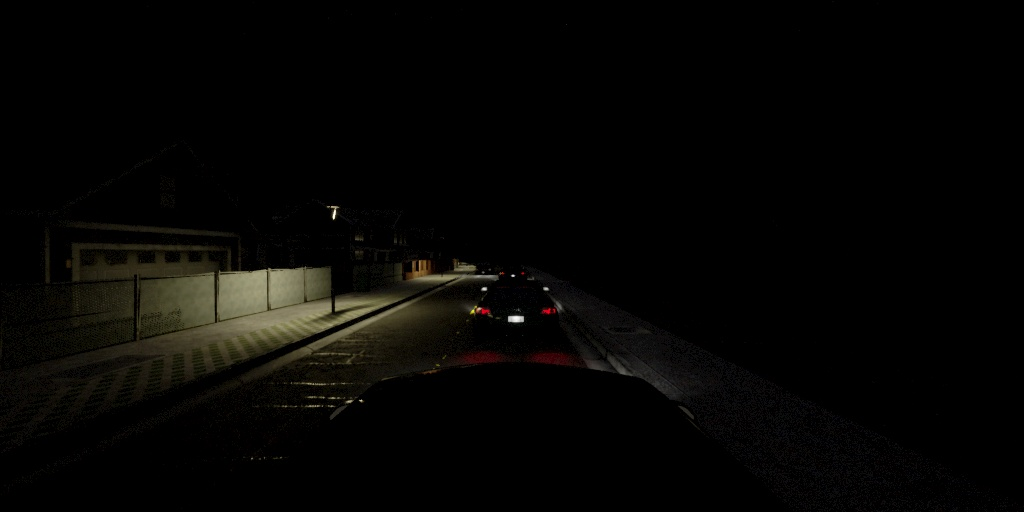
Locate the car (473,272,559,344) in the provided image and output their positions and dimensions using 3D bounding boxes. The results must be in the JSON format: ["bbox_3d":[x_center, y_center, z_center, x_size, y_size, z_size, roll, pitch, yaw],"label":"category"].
[{"bbox_3d":[0.088,1.313,9.644,1.994,1.385,4.181,0,0,0],"label":"car"}]

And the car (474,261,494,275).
[{"bbox_3d":[-2.899,1.290,38.688,2.033,1.411,5.357,0,0,0],"label":"car"}]

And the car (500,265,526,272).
[{"bbox_3d":[0.068,1.310,26.288,1.994,1.385,4.181,0,0,0],"label":"car"}]
